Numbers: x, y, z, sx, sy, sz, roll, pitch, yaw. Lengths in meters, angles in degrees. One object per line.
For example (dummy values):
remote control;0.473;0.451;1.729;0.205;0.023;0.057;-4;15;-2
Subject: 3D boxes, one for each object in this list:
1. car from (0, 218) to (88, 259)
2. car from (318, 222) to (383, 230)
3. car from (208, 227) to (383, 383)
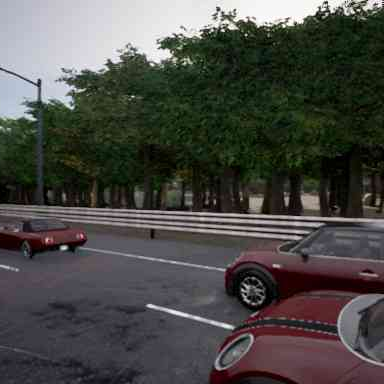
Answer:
car;-6.249;1.673;12.993;4.718;1.301;1.895;0;0;37
car;2.872;1.358;6.298;4.553;1.767;2.097;0;0;35
car;2.340;1.348;2.395;4.553;1.767;2.097;0;0;35
